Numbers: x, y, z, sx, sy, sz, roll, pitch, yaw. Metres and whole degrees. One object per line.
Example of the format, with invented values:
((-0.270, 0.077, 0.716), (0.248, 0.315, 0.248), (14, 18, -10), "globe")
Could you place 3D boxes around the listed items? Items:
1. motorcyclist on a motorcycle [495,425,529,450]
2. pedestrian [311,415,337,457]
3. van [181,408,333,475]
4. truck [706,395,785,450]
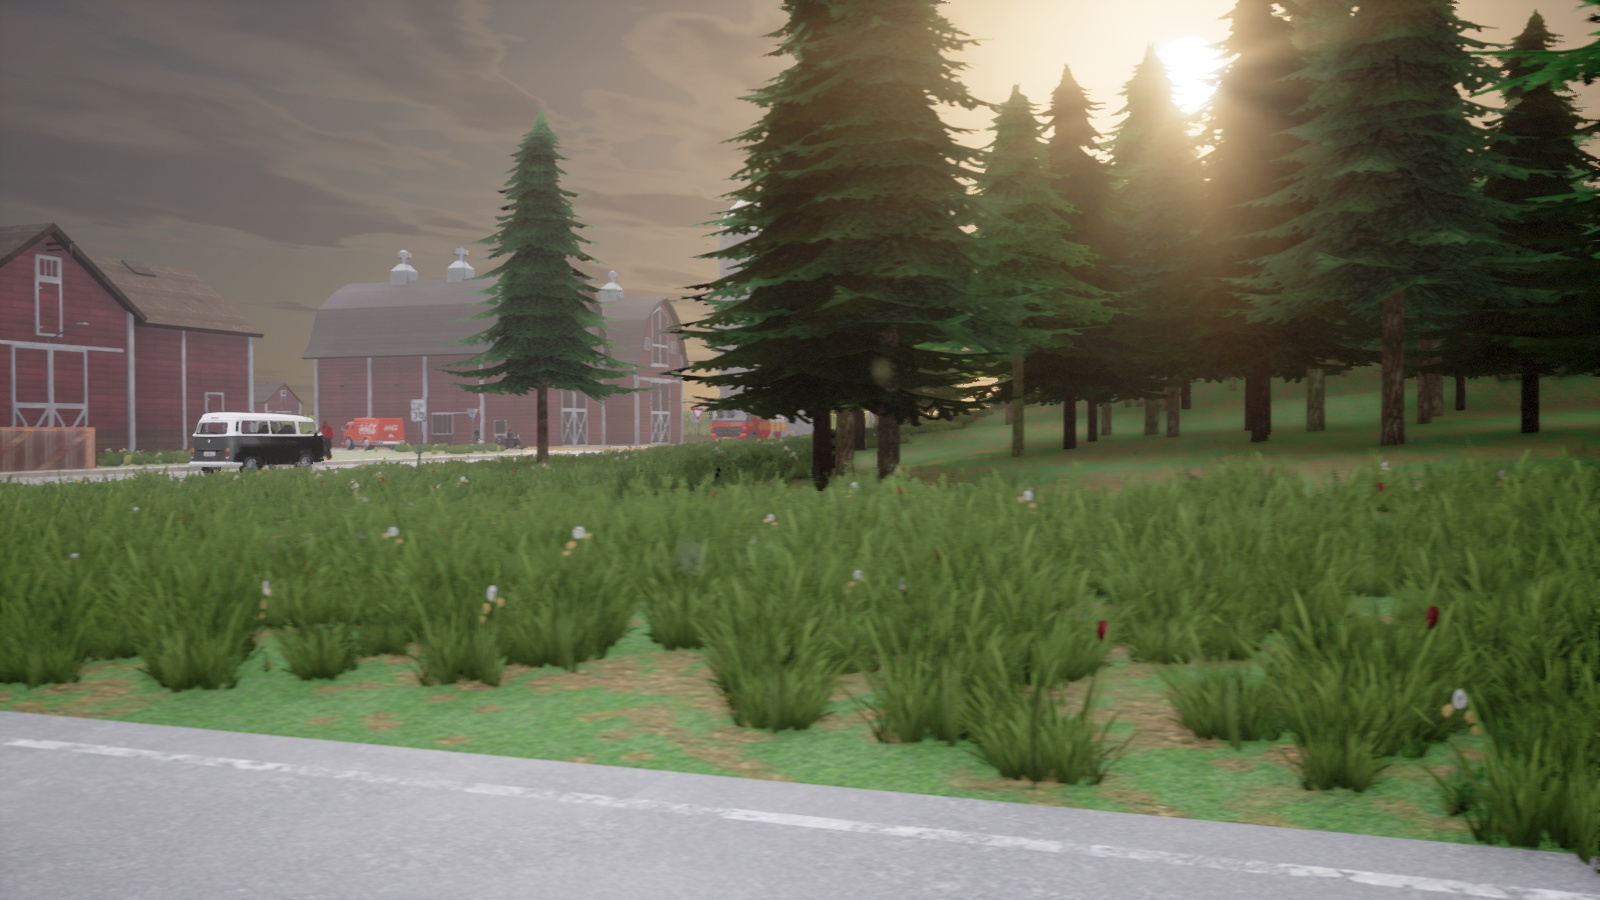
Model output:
((-18.858, -0.832, 82.194), (2.350, 1.649, 0.766), (1, 1, 35), "motorcyclist on a motorcycle")
((-20.940, -0.621, 55.224), (0.634, 1.844, 0.899), (1, 1, 24), "pedestrian")
((-17.510, -0.308, 40.741), (2.069, 2.038, 4.480), (1, 1, 19), "van")
((-3.864, -1.966, 92.001), (2.891, 3.827, 8.468), (1, 1, 19), "truck")
